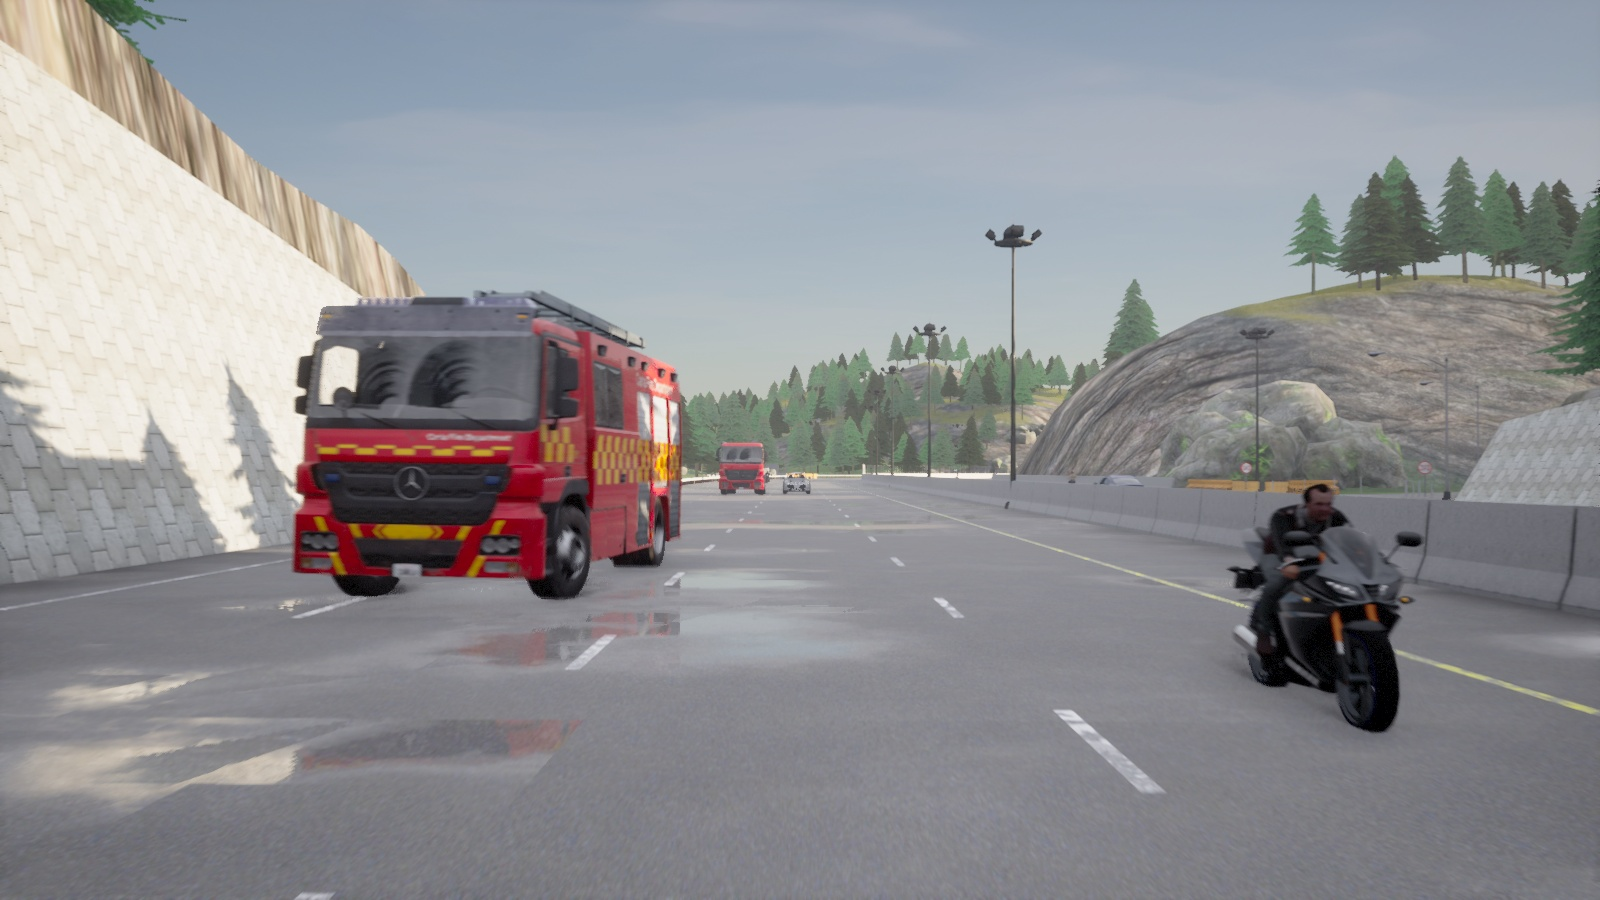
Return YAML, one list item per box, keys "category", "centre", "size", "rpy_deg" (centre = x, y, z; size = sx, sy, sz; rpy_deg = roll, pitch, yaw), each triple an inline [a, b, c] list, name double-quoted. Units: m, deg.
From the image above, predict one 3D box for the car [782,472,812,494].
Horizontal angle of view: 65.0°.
- category: "car"
  centre: [-0.207, 2.209, 85.314]
  size: [1.970, 1.475, 3.806]
  rpy_deg: [0, -1, 0]

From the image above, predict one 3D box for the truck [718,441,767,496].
- category: "truck"
  centre: [-3.706, 1.240, 83.209]
  size: [2.891, 3.462, 7.936]
  rpy_deg: [0, -1, 0]

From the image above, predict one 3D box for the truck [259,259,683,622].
- category: "truck"
  centre: [-3.916, -0.040, 17.585]
  size: [2.891, 3.827, 8.468]
  rpy_deg: [0, -1, 6]

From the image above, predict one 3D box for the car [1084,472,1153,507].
- category: "car"
  centre: [13.867, 1.704, 54.894]
  size: [1.812, 1.442, 4.674]
  rpy_deg: [0, -1, 0]

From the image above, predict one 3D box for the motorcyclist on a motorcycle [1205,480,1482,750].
- category: "motorcyclist on a motorcycle"
  centre: [3.480, 0.975, 8.327]
  size: [0.866, 1.530, 2.191]
  rpy_deg: [0, -1, 0]
